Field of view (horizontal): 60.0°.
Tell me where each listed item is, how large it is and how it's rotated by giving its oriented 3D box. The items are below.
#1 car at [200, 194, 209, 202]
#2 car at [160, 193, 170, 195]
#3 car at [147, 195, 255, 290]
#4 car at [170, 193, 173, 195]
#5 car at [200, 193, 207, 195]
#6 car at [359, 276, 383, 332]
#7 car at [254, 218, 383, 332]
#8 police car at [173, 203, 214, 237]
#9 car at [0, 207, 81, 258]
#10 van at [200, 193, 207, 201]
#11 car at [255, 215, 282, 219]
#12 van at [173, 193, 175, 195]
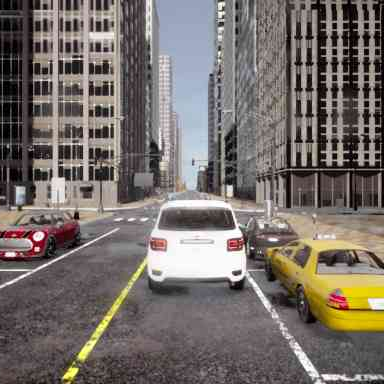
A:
[{"bbox_3d":[2.709,1.353,73.073,1.967,1.590,4.097,0,0,0],"label":"car"},{"bbox_3d":[-5.769,1.380,61.708,1.967,1.590,4.097,0,0,0],"label":"car"},{"bbox_3d":[0.102,1.220,9.230,2.150,2.045,5.566,0,0,0],"label":"car"},{"bbox_3d":[-5.702,1.242,67.393,2.192,1.841,5.009,0,0,0],"label":"car"},{"bbox_3d":[2.802,1.380,61.705,1.967,1.590,4.097,0,0,0],"label":"car"},{"bbox_3d":[2.692,1.551,1.106,2.008,1.369,4.403,0,0,0],"label":"car"},{"bbox_3d":[2.693,1.525,6.947,1.752,1.417,4.829,0,0,0],"label":"car"},{"bbox_3d":[0.101,1.498,19.150,2.038,1.542,4.974,0,0,1],"label":"police car"},{"bbox_3d":[-5.685,1.438,12.445,1.967,1.590,4.097,0,0,0],"label":"car"},{"bbox_3d":[2.711,1.240,78.758,1.690,1.788,3.998,0,0,0],"label":"van"},{"bbox_3d":[2.695,1.548,12.445,2.008,1.369,4.403,0,0,0],"label":"car"},{"bbox_3d":[-5.668,1.225,84.448,1.690,1.788,3.998,0,0,0],"label":"van"}]
